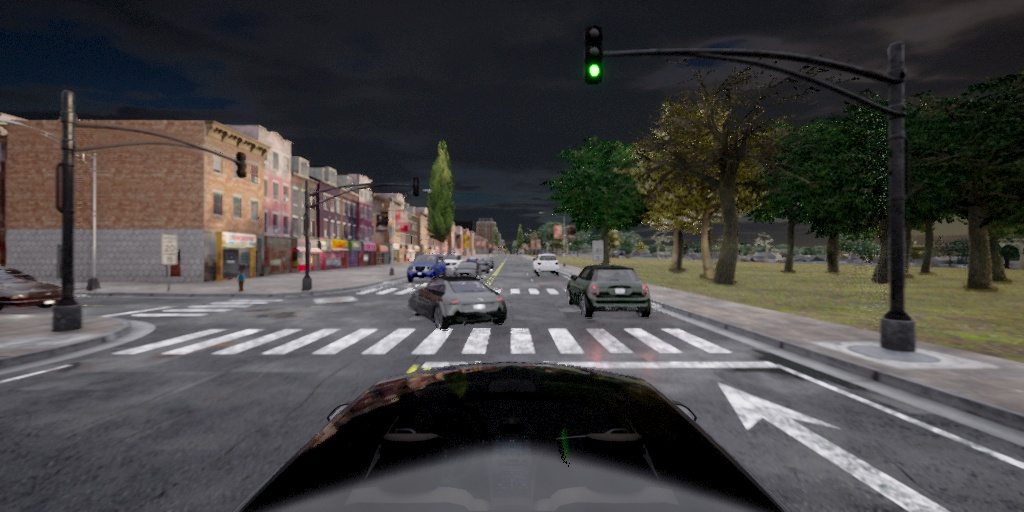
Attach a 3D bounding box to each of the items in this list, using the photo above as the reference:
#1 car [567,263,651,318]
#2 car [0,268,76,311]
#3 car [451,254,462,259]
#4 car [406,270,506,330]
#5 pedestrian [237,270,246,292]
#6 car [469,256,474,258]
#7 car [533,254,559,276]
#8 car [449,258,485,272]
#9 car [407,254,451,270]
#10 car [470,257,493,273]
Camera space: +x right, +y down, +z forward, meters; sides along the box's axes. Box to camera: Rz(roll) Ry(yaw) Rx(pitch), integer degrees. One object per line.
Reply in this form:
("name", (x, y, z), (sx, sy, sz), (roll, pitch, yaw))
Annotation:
("car", (3.326, 1.106, 13.172), (2.097, 1.767, 4.553), (0, 0, 0))
("car", (-19.397, 1.256, 12.872), (5.357, 1.411, 2.033), (1, 0, -3))
("car", (-6.668, 0.777, 39.217), (2.150, 2.045, 5.566), (0, 1, 0))
("car", (-1.847, 1.322, 11.355), (1.994, 1.385, 4.181), (0, 0, -29))
("pedestrian", (-14.166, 1.304, 18.776), (0.500, 1.100, 0.500), (0, -1, 0))
("car", (-6.639, 0.806, 60.877), (1.812, 1.442, 4.674), (0, 0, 0))
("car", (3.280, 0.823, 35.299), (2.150, 2.045, 5.566), (0, 1, 0))
("car", (-3.404, 1.180, 28.039), (1.837, 1.490, 4.892), (0, 1, 0))
("car", (-6.657, 0.894, 28.565), (2.150, 2.045, 5.566), (0, 0, 0))
("car", (-3.415, 1.134, 37.981), (1.994, 1.385, 4.181), (0, 1, 0))
